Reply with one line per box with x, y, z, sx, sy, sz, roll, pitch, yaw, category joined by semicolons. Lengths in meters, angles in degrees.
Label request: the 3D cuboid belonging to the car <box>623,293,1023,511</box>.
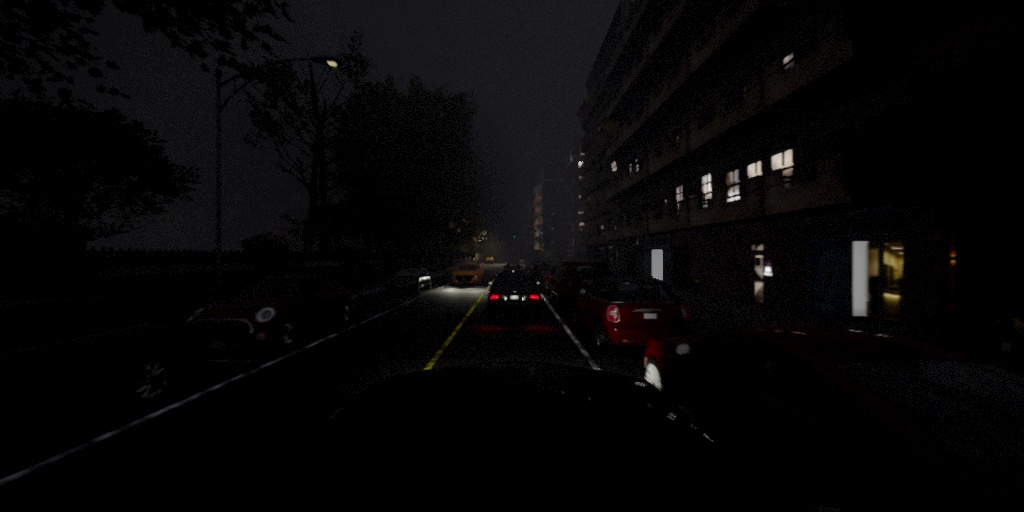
2.691;1.295;3.282;1.888;1.381;4.507;0;0;0;car

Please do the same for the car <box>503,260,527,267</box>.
0.092;1.323;33.899;1.994;1.385;4.181;0;0;0;car

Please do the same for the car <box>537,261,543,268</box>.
2.690;1.193;20.173;1.967;1.591;4.097;0;0;0;car

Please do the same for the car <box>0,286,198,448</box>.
-5.689;1.190;3.282;1.967;1.591;4.097;0;0;0;car

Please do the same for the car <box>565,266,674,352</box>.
2.691;1.191;8.911;1.967;1.591;4.097;0;0;0;car

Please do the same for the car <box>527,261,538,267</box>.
2.689;1.202;37.063;1.967;1.591;4.097;0;0;0;car

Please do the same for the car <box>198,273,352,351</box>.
-5.690;1.191;8.910;1.967;1.591;4.097;0;0;0;car

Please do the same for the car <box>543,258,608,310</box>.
2.690;1.067;14.542;2.192;1.841;5.009;0;0;0;car

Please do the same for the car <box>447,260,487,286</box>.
-3.102;1.233;25.680;1.882;1.535;5.008;0;0;0;car

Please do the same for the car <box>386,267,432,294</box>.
-5.690;1.304;20.171;2.007;1.370;4.403;0;0;0;car

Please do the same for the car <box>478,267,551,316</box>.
0.085;1.300;13.386;2.033;1.411;5.357;0;0;0;car
